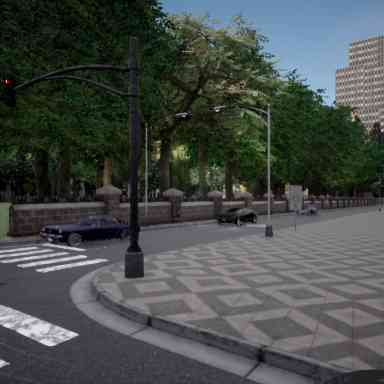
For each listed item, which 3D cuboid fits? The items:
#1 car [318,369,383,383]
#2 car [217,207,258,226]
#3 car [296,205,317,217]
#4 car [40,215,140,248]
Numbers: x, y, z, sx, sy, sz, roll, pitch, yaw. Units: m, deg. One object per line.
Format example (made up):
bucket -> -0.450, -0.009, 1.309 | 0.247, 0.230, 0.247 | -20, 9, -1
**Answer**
car -> 2.518, 1.551, 1.167 | 4.403, 1.369, 2.008 | 0, 0, 36
car -> 4.011, 2.038, 28.843 | 1.882, 1.535, 5.008 | 0, -1, 35
car -> 15.418, 2.468, 44.894 | 2.128, 1.511, 4.902 | 0, -1, 36
car -> -4.911, 1.850, 16.508 | 1.895, 1.301, 4.718 | 0, -1, 39
